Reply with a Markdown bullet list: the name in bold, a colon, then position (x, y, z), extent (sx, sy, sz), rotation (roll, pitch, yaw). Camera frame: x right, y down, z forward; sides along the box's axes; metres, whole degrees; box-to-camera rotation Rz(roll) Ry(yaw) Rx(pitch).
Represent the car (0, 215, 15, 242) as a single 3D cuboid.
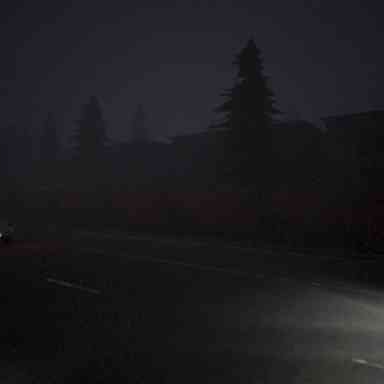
- **car**: position (-10.025, 1.602, 15.417), extent (4.674, 1.442, 1.812), rotation (0, 0, 35)
